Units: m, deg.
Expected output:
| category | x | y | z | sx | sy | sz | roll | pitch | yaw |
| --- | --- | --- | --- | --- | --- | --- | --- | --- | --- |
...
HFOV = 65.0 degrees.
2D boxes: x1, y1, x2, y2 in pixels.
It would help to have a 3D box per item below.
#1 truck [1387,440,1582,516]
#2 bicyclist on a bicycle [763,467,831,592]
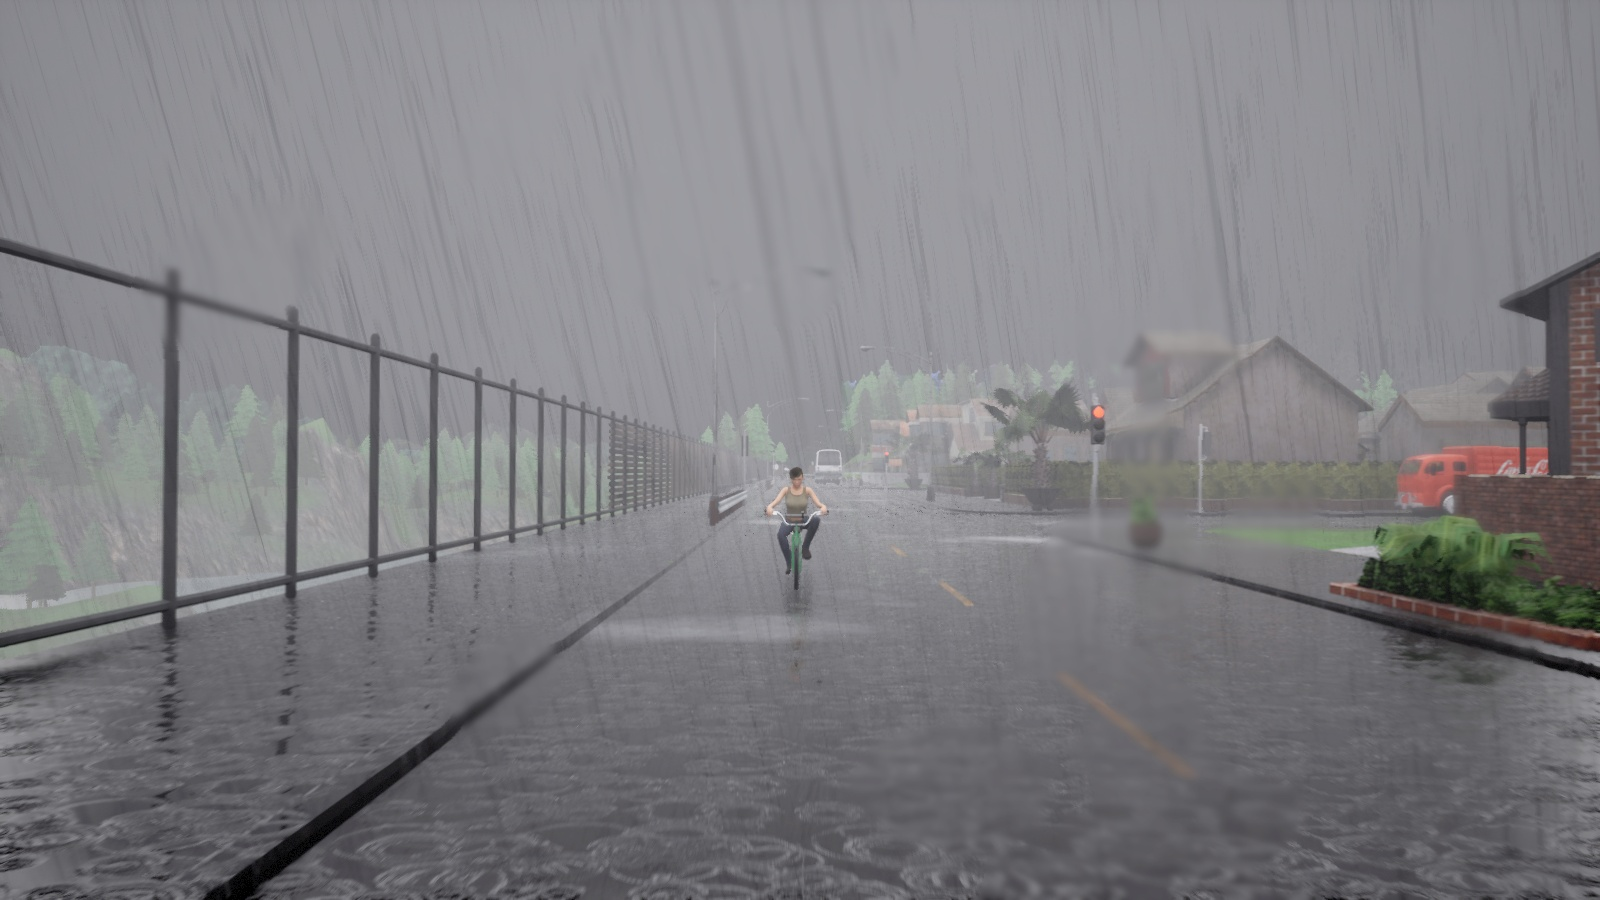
| category | x | y | z | sx | sy | sz | roll | pitch | yaw |
| --- | --- | --- | --- | --- | --- | --- | --- | --- | --- |
| truck | 23.344 | 0.951 | 43.004 | 5.204 | 2.467 | 2.627 | 0 | -1 | 0 |
| bicyclist on a bicycle | -0.036 | 1.034 | 16.897 | 0.866 | 1.612 | 1.509 | 0 | -1 | 0 |
